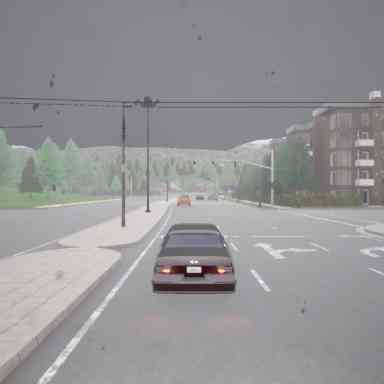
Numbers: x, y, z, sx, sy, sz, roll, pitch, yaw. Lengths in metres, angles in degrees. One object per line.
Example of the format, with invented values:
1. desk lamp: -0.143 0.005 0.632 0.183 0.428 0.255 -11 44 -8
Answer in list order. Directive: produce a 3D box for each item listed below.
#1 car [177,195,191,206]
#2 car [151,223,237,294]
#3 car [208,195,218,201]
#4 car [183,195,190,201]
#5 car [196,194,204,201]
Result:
1. car: -1.312 1.352 54.676 2.097 1.767 4.553 0 0 -1
2. car: 0.049 1.547 8.930 2.033 1.411 5.357 0 0 0
3. car: 5.550 1.539 85.541 2.033 1.411 5.357 0 0 0
4. car: -1.450 1.523 85.501 1.812 1.442 4.674 0 0 0
5. car: 2.050 1.477 85.536 1.882 1.535 5.008 0 0 0
